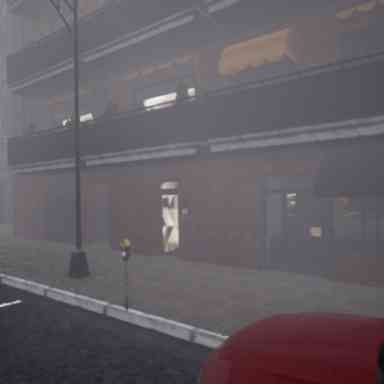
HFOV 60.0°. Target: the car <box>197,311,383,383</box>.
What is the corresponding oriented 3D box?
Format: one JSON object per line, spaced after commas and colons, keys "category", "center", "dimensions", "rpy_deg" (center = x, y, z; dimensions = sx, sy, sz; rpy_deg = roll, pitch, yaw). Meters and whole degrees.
{"category": "car", "center": [2.239, 1.303, 1.294], "dimensions": [5.009, 1.841, 2.192], "rpy_deg": [-1, -1, 36]}
